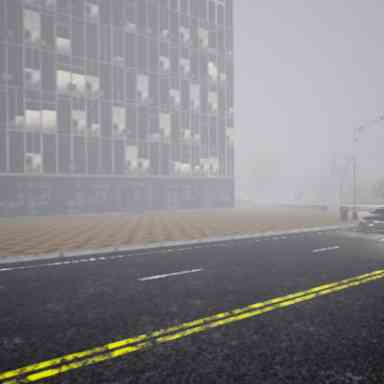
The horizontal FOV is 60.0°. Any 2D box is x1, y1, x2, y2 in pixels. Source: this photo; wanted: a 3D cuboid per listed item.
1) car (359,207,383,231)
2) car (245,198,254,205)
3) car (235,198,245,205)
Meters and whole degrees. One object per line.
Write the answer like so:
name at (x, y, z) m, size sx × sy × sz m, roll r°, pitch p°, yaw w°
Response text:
car at (12.074, 1.615, 20.253) m, size 4.674 × 1.442 × 1.812 m, roll 0°, pitch 0°, yaw -35°
car at (10.251, 1.854, 66.232) m, size 1.895 × 1.301 × 4.718 m, roll -1°, pitch 0°, yaw -33°
car at (7.481, 1.795, 64.504) m, size 1.837 × 1.490 × 4.892 m, roll -1°, pitch 0°, yaw -32°
